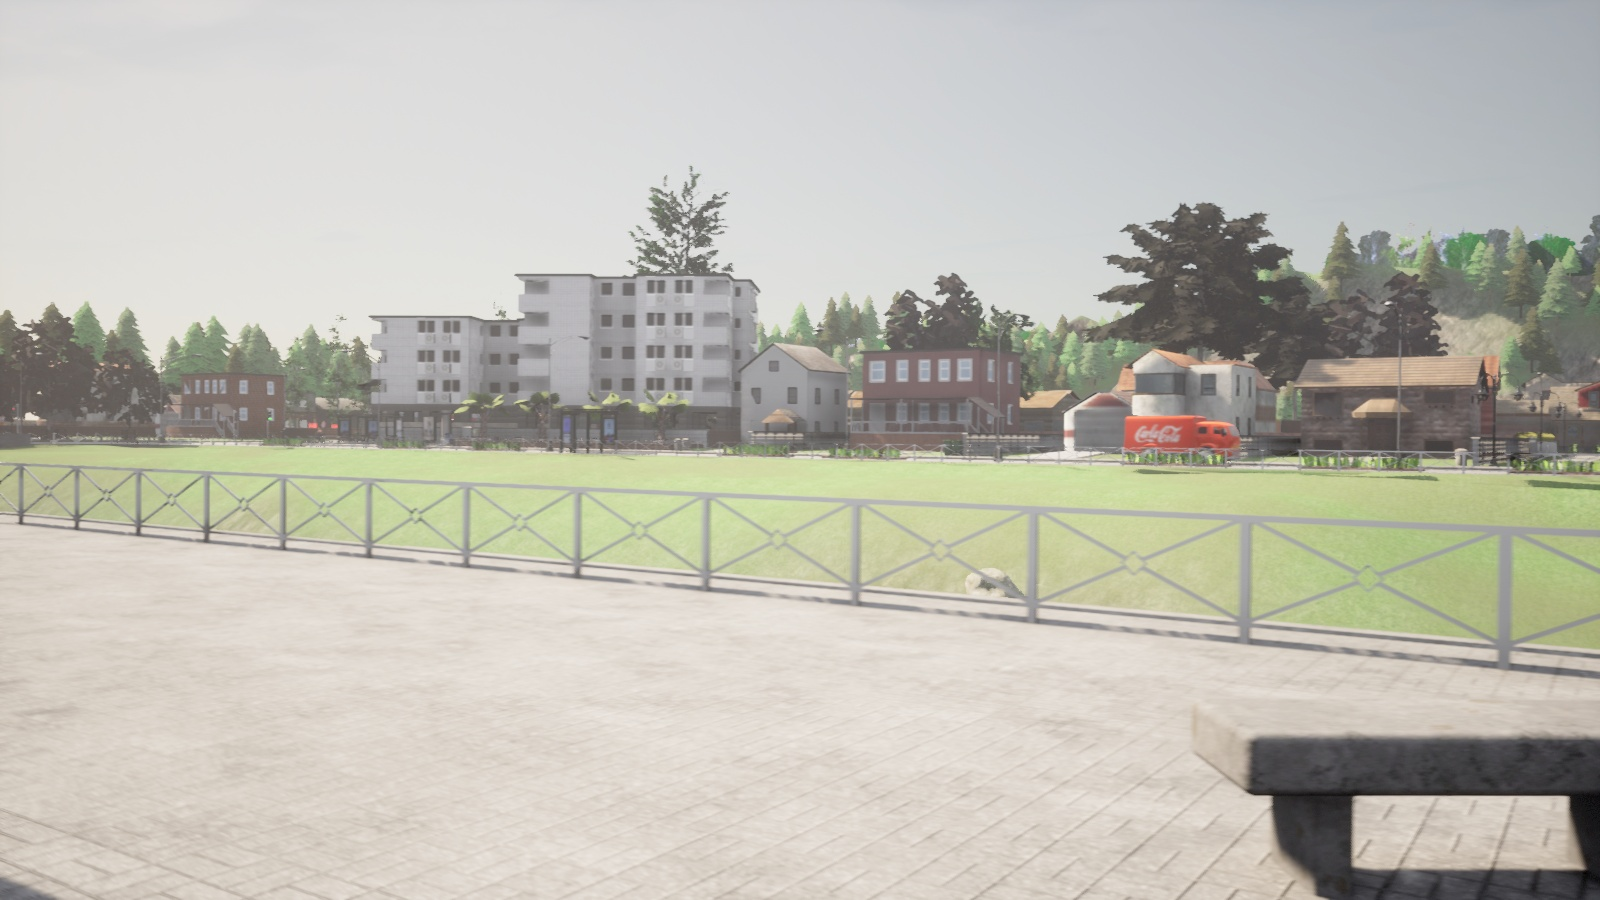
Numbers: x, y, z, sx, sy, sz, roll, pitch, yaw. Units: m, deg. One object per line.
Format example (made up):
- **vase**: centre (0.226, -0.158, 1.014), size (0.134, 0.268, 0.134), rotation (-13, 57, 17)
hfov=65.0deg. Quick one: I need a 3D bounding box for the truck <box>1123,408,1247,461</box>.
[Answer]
- **truck**: centre (18.704, -0.758, 61.043), size (5.204, 2.467, 2.627), rotation (0, 1, 34)
